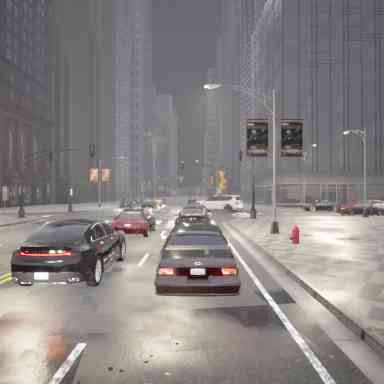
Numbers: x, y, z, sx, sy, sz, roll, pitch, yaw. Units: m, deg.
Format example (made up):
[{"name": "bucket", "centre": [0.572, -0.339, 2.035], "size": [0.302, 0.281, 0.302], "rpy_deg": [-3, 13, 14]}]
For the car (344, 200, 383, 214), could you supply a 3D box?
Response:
[{"name": "car", "centre": [19.197, 1.576, 36.080], "size": [4.674, 1.442, 1.812], "rpy_deg": [-1, -1, -1]}]

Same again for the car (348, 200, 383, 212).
[{"name": "car", "centre": [20.850, 1.643, 38.863], "size": [4.313, 1.339, 1.947], "rpy_deg": [0, 0, -1]}]

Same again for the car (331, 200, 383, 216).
[{"name": "car", "centre": [15.335, 1.577, 30.256], "size": [4.206, 1.307, 1.802], "rpy_deg": [0, 0, -1]}]

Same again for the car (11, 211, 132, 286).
[{"name": "car", "centre": [-3.144, 1.516, 9.381], "size": [1.837, 1.490, 4.892], "rpy_deg": [0, 0, 0]}]

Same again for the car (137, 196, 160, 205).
[{"name": "car", "centre": [-6.561, 1.777, 50.875], "size": [2.033, 1.411, 5.357], "rpy_deg": [0, 0, 0]}]

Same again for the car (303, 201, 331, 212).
[{"name": "car", "centre": [15.211, 1.662, 38.779], "size": [4.313, 1.339, 1.947], "rpy_deg": [0, 0, -1]}]

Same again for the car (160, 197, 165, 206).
[{"name": "car", "centre": [-6.531, 1.647, 60.157], "size": [2.097, 1.767, 4.553], "rpy_deg": [0, 0, 0]}]

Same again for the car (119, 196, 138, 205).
[{"name": "car", "centre": [-9.842, 1.734, 50.763], "size": [1.837, 1.490, 4.892], "rpy_deg": [0, 0, -2]}]

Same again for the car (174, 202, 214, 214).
[{"name": "car", "centre": [0.059, 1.543, 18.534], "size": [1.837, 1.490, 4.892], "rpy_deg": [0, 0, 1]}]

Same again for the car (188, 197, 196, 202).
[{"name": "car", "centre": [0.059, 2.101, 91.255], "size": [1.994, 1.385, 4.181], "rpy_deg": [0, 0, 0]}]

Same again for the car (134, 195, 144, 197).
[{"name": "car", "centre": [-9.778, 1.521, 60.783], "size": [2.150, 2.045, 5.566], "rpy_deg": [0, 0, 0]}]

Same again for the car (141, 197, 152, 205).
[{"name": "car", "centre": [-9.704, 1.905, 71.129], "size": [1.812, 1.442, 4.674], "rpy_deg": [0, 0, 0]}]

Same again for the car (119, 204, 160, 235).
[{"name": "car", "centre": [-3.138, 1.601, 18.282], "size": [1.994, 1.385, 4.181], "rpy_deg": [0, 0, 0]}]

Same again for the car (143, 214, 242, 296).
[{"name": "car", "centre": [0.112, 1.557, 8.796], "size": [2.033, 1.411, 5.357], "rpy_deg": [0, 0, 0]}]

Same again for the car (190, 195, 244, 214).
[{"name": "car", "centre": [3.071, 1.352, 37.817], "size": [5.566, 2.045, 2.150], "rpy_deg": [-1, 0, 28]}]

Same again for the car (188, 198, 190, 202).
[{"name": "car", "centre": [0.145, 1.847, 69.757], "size": [1.882, 1.535, 5.008], "rpy_deg": [0, -1, 0]}]
